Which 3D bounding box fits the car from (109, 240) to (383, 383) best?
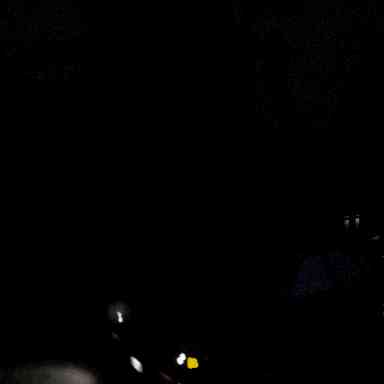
[{"bbox_3d":[1.488,1.541,5.356,5.357,1.411,2.033,0,0,-37],"label":"car"}]
